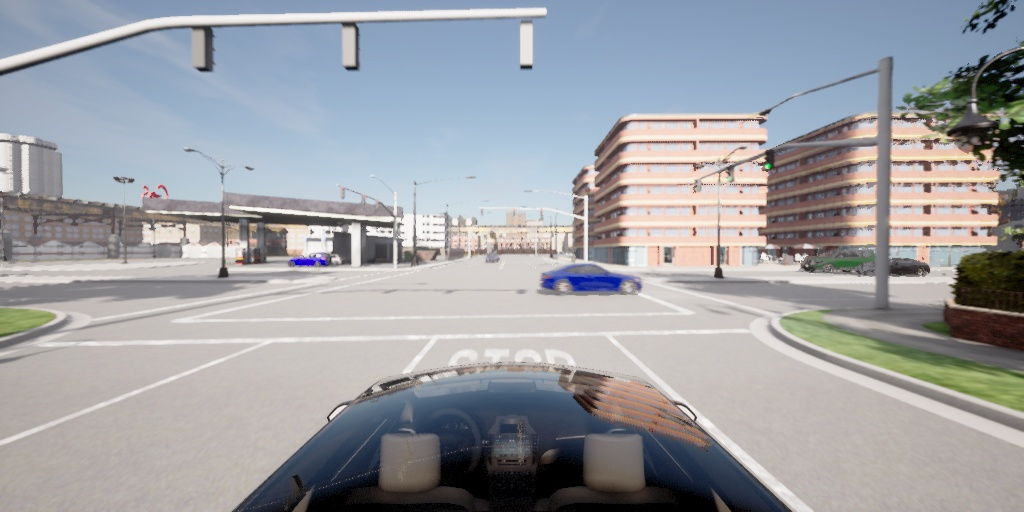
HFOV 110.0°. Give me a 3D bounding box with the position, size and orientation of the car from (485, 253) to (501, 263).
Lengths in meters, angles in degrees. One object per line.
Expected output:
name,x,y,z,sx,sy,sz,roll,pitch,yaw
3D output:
car,-3.207,0.232,58.453,2.097,1.767,4.553,0,1,0

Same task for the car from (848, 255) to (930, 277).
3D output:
car,29.552,0.873,27.878,4.674,1.442,1.812,0,1,1

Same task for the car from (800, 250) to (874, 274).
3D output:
car,28.606,0.514,31.381,5.566,2.045,2.150,0,1,1

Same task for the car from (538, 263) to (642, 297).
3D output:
car,3.548,1.053,16.498,4.674,1.442,1.812,0,1,0
